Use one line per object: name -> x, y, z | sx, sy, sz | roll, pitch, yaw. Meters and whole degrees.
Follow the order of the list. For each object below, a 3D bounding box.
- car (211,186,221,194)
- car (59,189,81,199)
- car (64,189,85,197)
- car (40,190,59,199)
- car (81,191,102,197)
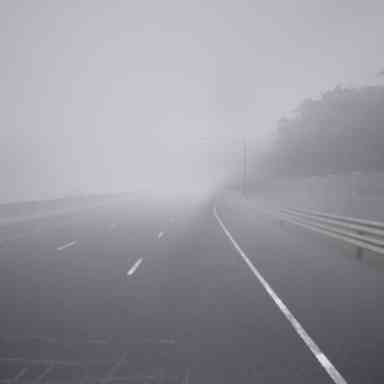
car -> 6.189, -0.255, 83.279 | 1.895, 1.301, 4.718 | 0, 2, 3
car -> -19.715, 0.512, 55.534 | 2.097, 1.767, 4.553 | 0, 2, 3
car -> -22.749, 0.175, 64.529 | 2.033, 1.411, 5.357 | 0, 2, 3
car -> -25.788, 0.380, 60.403 | 2.097, 1.767, 4.553 | 0, 2, 0
car -> -16.223, 0.765, 55.287 | 1.895, 1.301, 4.718 | 0, 2, 3
